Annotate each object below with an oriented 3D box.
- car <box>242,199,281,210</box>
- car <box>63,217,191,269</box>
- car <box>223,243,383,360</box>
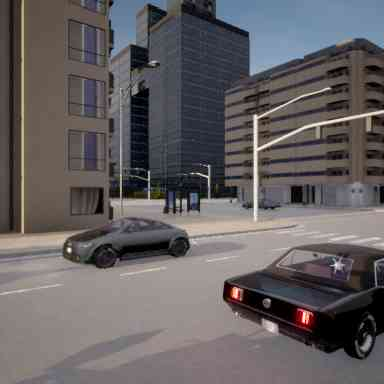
[{"bbox_3d":[8.979,1.603,43.419,2.033,1.411,5.357,0,0,-38],"label":"car"},{"bbox_3d":[-2.091,1.564,11.206,4.181,1.385,1.994,0,0,-37],"label":"car"},{"bbox_3d":[2.892,1.601,5.985,4.718,1.301,1.895,0,0,-36],"label":"car"}]
